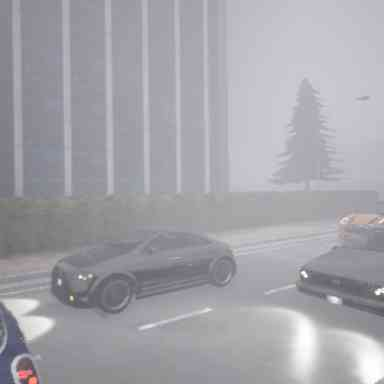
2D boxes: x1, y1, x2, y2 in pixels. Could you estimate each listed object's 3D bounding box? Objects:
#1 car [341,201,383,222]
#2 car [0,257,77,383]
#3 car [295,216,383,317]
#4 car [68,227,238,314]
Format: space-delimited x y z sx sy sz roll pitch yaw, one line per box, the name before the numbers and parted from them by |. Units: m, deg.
car | 8.291 1.166 14.227 4.553 1.767 2.097 -1 0 -35
car | -3.222 1.385 1.679 4.553 1.767 2.097 -1 0 -36
car | 4.628 1.448 7.313 5.357 1.411 2.033 -1 0 -36
car | -0.953 1.534 7.615 4.181 1.385 1.994 -1 0 -36
